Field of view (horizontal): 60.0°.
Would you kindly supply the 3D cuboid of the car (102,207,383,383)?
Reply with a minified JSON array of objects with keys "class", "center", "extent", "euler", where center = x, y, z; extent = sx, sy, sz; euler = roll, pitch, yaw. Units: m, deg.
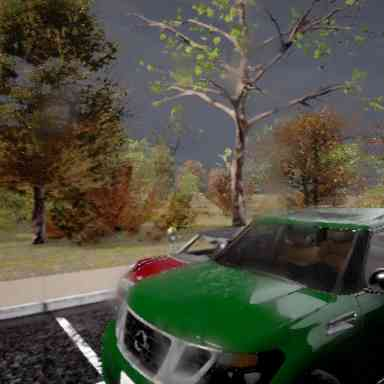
[{"class":"car","center":[1.739,1.254,4.311],"extent":[5.566,2.045,2.150],"euler":[1,0,-35]}]

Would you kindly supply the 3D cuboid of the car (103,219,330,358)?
[{"class":"car","center":[0.612,1.476,6.522],"extent":[4.097,1.590,1.967],"euler":[1,0,-35]}]
